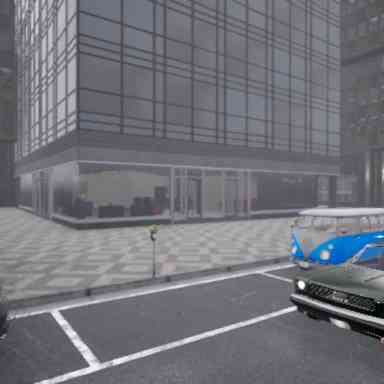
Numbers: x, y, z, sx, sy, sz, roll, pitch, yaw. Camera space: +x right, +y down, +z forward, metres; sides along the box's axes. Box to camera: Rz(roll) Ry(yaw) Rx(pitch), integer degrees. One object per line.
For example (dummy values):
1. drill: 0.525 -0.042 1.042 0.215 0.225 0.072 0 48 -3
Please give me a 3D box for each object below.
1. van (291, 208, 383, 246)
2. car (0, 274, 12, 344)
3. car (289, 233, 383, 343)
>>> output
1. van: 4.640 1.376 9.856 3.998 1.788 1.690 0 0 -35
2. car: -4.427 1.520 3.538 4.403 1.369 2.008 0 0 -35
3. car: 3.977 1.630 6.143 4.718 1.301 1.895 0 0 -35
